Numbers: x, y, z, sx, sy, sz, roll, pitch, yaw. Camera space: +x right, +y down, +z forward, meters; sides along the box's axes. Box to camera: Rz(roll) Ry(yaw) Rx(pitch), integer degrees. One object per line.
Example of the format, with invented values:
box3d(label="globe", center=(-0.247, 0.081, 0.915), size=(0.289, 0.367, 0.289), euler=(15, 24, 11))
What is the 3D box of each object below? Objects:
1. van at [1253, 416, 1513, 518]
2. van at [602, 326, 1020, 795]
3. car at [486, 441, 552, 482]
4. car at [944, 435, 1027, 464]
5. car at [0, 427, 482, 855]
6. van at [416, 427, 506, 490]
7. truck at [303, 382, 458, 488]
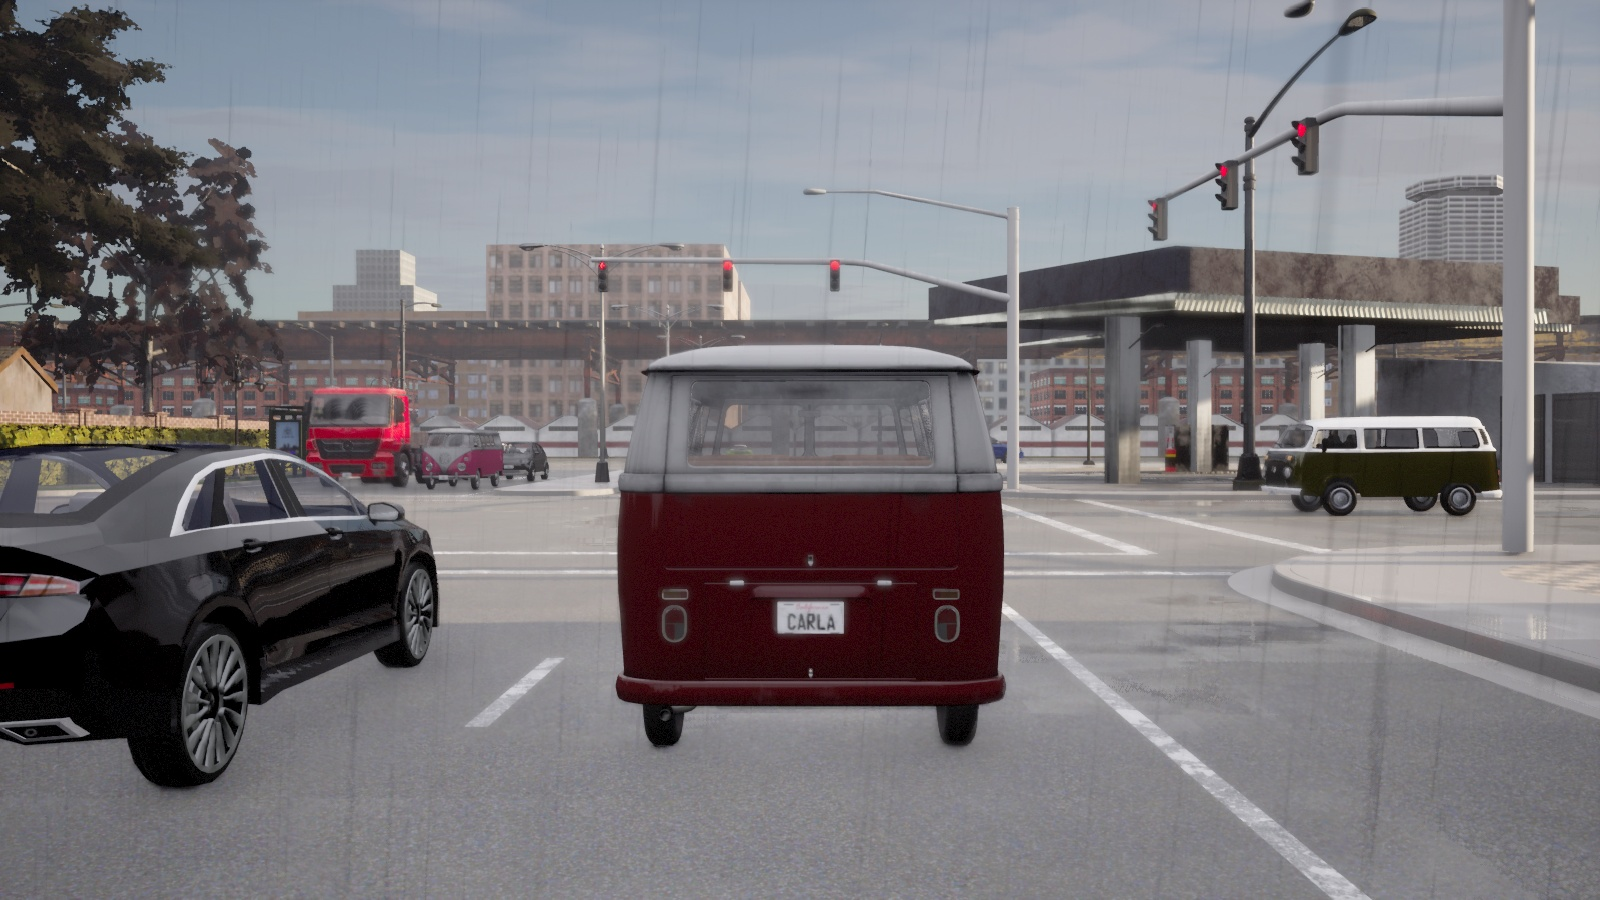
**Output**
box3d(label="van", center=(12.090, 0.331, 26.255), size=(4.480, 2.038, 2.069), euler=(0, 0, -1))
box3d(label="van", center=(0.059, 0.457, 7.547), size=(1.775, 1.987, 4.442), euler=(0, 0, 0))
box3d(label="car", center=(-11.191, 0.433, 50.189), size=(1.789, 1.549, 3.705), euler=(0, 0, 0))
box3d(label="car", center=(13.085, -0.026, 88.872), size=(5.566, 2.045, 2.150), euler=(0, 0, 1))
box3d(label="car", center=(-3.445, 0.661, 6.895), size=(2.128, 1.511, 4.902), euler=(0, 0, 0))
box3d(label="van", center=(-11.240, 0.253, 41.950), size=(1.775, 1.987, 4.442), euler=(0, 0, 0))
box3d(label="truck", center=(-14.767, -0.501, 44.943), size=(2.891, 3.462, 7.936), euler=(0, 0, 0))
